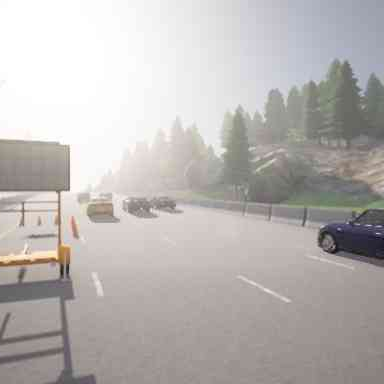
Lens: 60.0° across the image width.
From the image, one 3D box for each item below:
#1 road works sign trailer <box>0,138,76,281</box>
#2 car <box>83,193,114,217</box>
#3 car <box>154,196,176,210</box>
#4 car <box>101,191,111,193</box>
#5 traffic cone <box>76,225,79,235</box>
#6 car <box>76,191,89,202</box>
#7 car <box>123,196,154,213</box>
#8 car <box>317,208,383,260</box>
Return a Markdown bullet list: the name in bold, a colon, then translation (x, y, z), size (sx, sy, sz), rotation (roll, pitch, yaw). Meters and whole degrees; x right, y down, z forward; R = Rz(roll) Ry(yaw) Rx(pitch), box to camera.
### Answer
- **road works sign trailer**: translation (-4.587, 0.389, 9.053), size (2.380, 3.560, 2.880), rotation (0, 1, -23)
- **car**: translation (-7.625, 1.145, 27.261), size (1.882, 1.535, 5.008), rotation (0, 1, -21)
- **car**: translation (-3.238, 1.084, 35.422), size (2.033, 1.411, 5.357), rotation (0, 1, -21)
- **car**: translation (-13.966, 0.611, 53.795), size (2.128, 1.511, 4.902), rotation (0, 1, -21)
- **traffic cone**: translation (-5.660, 1.798, 16.142), size (0.340, 0.580, 0.340), rotation (0, 1, -21)
- **car**: translation (-16.030, 0.699, 49.373), size (1.837, 1.490, 4.892), rotation (0, 1, -21)
- **car**: translation (-5.204, 1.121, 30.742), size (1.837, 1.490, 4.892), rotation (0, 1, -21)
- **car**: translation (6.196, 1.279, 10.601), size (2.097, 1.767, 4.553), rotation (0, 1, -21)
